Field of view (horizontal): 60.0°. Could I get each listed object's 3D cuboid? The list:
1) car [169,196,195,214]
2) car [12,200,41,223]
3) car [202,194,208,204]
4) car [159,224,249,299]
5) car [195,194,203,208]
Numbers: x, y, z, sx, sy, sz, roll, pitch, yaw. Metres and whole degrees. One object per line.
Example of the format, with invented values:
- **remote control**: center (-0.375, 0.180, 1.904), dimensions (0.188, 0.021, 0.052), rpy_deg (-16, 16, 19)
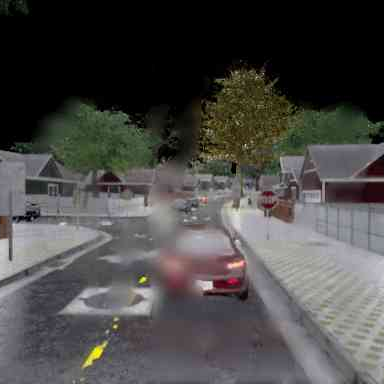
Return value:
- **car**: center (-1.161, 1.439, 35.027), dimensions (1.837, 1.490, 4.892), rpy_deg (0, 0, 6)
- **car**: center (-12.541, 1.350, 21.676), dimensions (4.718, 1.301, 1.895), rpy_deg (1, 0, 3)
- **car**: center (1.497, 1.112, 57.378), dimensions (2.097, 1.767, 4.553), rpy_deg (0, 1, 9)
- **car**: center (0.277, 1.521, 8.319), dimensions (1.812, 1.442, 4.674), rpy_deg (0, 0, 1)
- **car**: center (-0.062, 1.403, 45.571), dimensions (2.033, 1.411, 5.357), rpy_deg (0, 1, 7)
